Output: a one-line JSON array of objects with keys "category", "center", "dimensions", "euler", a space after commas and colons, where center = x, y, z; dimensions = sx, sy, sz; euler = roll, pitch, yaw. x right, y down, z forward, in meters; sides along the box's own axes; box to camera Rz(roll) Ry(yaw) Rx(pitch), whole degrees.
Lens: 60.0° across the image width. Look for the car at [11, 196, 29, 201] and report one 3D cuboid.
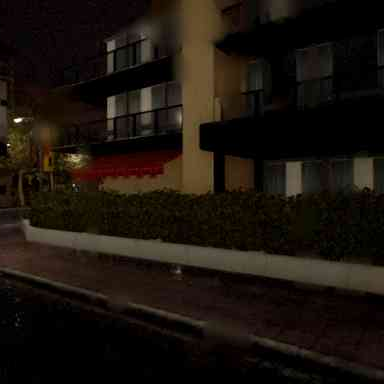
[{"category": "car", "center": [-36.099, 1.601, 67.915], "dimensions": [4.892, 1.521, 2.231], "euler": [0, 0, 36]}]
